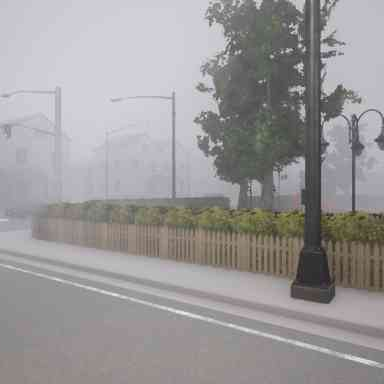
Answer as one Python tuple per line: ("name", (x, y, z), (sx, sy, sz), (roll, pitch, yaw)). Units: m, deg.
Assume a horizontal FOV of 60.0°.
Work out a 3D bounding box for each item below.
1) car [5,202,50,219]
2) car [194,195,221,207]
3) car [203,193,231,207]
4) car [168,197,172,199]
("car", (-14.016, 1.564, 29.263), (1.994, 1.385, 4.181), (0, 0, 35))
("car", (2.503, 1.351, 52.886), (2.097, 1.767, 4.553), (0, 0, 35))
("car", (3.548, 1.221, 48.156), (2.150, 2.045, 5.566), (0, 0, 35))
("car", (-3.272, 1.478, 44.660), (1.882, 1.535, 5.008), (0, 0, 35))
